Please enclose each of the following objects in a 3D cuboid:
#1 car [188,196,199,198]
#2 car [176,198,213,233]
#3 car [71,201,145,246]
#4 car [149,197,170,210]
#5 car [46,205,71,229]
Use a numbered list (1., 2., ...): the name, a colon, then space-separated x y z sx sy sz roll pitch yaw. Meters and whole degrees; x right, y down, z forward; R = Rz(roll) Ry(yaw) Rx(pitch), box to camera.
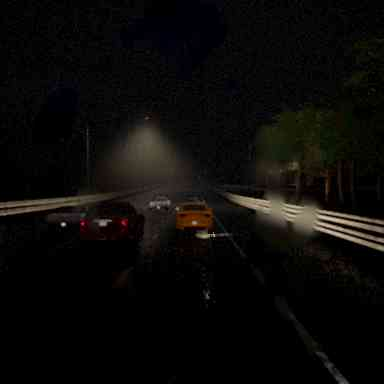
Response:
1. car: 0.148 1.150 37.538 1.994 1.385 4.181 0 1 0
2. car: 0.124 1.310 18.547 1.882 1.535 5.008 0 1 0
3. car: -3.382 1.222 14.766 2.097 1.767 4.553 0 1 0
4. car: -3.356 1.225 35.651 1.895 1.301 4.718 0 1 0
5. car: -6.875 1.419 20.014 1.895 1.301 4.718 0 1 0
